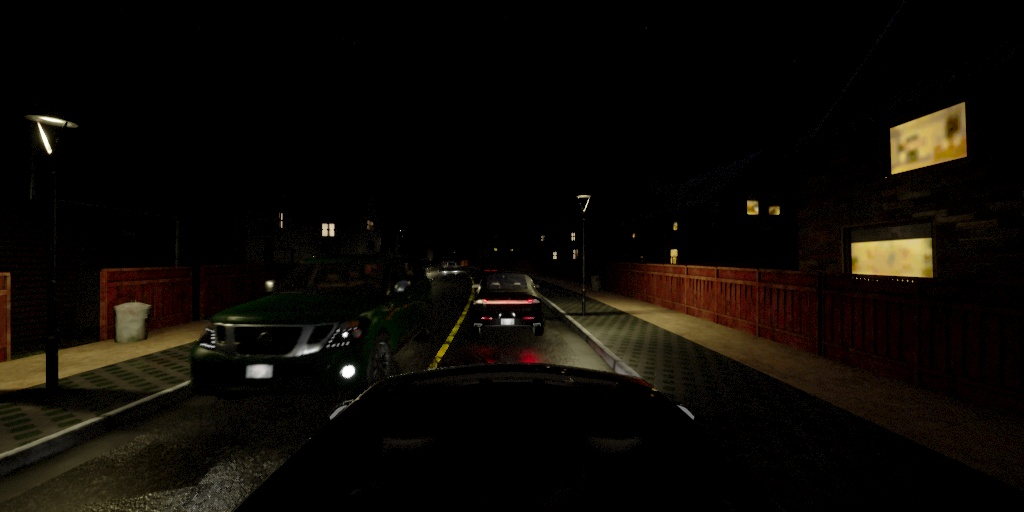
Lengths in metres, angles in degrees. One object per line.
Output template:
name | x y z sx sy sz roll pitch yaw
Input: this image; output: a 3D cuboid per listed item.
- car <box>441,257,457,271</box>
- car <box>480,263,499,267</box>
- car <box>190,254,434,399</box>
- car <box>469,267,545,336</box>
car | -9.893 1.212 56.436 2.150 2.045 5.566 0 -1 -14
car | -1.951 1.327 30.565 1.837 1.490 4.892 0 0 -7
car | -2.974 0.972 6.877 2.150 2.045 5.566 0 0 -2
car | -0.173 1.249 10.382 2.128 1.511 4.902 0 0 -2
